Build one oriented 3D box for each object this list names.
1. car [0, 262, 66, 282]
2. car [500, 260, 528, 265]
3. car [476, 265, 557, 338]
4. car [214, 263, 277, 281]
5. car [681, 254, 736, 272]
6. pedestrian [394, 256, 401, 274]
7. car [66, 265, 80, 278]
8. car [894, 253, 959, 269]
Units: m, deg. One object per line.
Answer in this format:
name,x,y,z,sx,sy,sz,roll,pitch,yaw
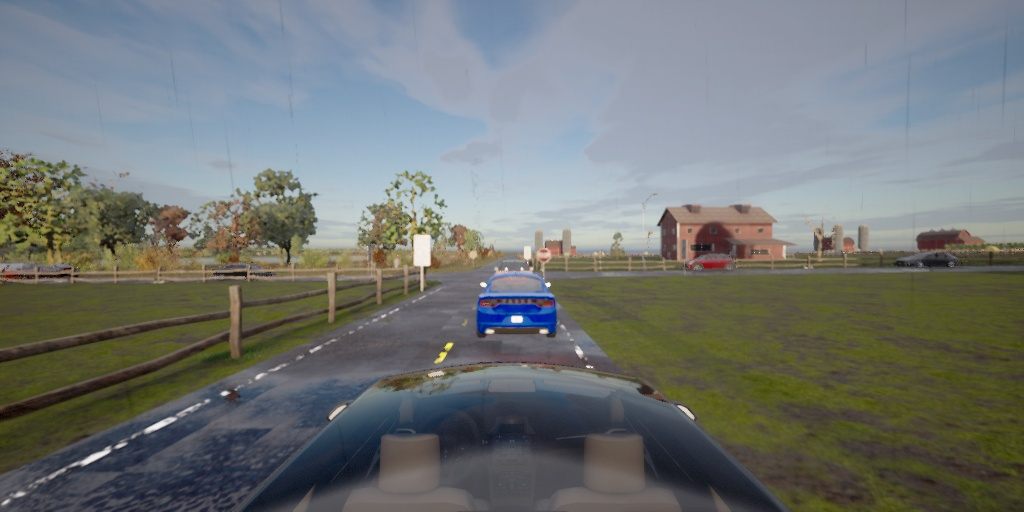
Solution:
car,-45.819,1.503,34.231,4.553,1.767,2.097,0,1,15
car,0.106,0.991,19.141,2.097,1.767,4.553,0,0,0
car,0.103,1.174,10.060,1.882,1.535,5.008,0,0,0
car,-23.801,1.384,32.115,4.892,1.490,1.837,-1,1,1
car,18.874,0.590,34.659,4.553,1.767,2.097,-1,1,0
pedestrian,-12.147,0.935,37.937,0.375,1.860,0.375,0,2,0
car,-47.917,1.646,37.780,4.892,1.490,1.837,-1,1,19
car,39.771,0.433,34.465,4.892,1.490,1.837,-1,1,1
